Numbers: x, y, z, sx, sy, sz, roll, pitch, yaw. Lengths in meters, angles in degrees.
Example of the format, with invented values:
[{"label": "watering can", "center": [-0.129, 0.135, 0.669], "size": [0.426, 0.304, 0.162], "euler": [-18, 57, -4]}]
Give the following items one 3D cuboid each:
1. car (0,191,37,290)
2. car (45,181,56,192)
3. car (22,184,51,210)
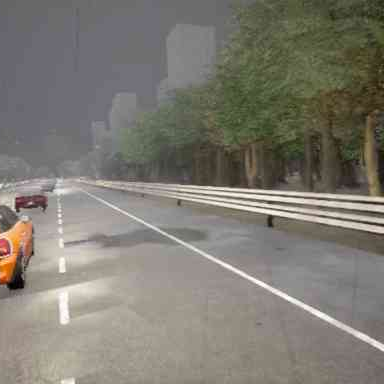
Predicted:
[{"label": "car", "center": [-5.018, 1.076, 7.855], "size": [2.097, 1.767, 4.553], "euler": [-4, 4, -22]}, {"label": "car", "center": [-23.286, -0.596, 53.053], "size": [1.994, 1.385, 4.181], "euler": [-4, 4, -22]}, {"label": "car", "center": [-11.633, 0.510, 24.227], "size": [1.882, 1.535, 5.008], "euler": [-4, 4, -22]}]
